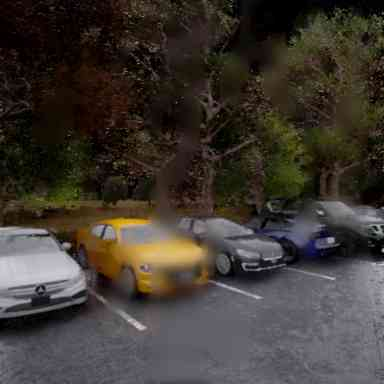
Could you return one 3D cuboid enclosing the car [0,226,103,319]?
[{"bbox_3d":[-3.823,1.524,7.338,2.002,1.452,4.674,0,0,-36],"label":"car"}]

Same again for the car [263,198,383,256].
[{"bbox_3d":[5.259,1.277,13.792,2.435,2.045,5.566,0,0,-36],"label":"car"}]

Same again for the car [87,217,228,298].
[{"bbox_3d":[-1.559,1.495,8.960,2.097,1.535,5.008,0,0,-36],"label":"car"}]

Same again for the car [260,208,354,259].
[{"bbox_3d":[2.957,1.547,12.216,2.163,1.488,4.792,0,0,-36],"label":"car"}]

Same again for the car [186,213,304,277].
[{"bbox_3d":[0.706,1.508,10.580,2.231,1.521,4.892,0,0,-36],"label":"car"}]
